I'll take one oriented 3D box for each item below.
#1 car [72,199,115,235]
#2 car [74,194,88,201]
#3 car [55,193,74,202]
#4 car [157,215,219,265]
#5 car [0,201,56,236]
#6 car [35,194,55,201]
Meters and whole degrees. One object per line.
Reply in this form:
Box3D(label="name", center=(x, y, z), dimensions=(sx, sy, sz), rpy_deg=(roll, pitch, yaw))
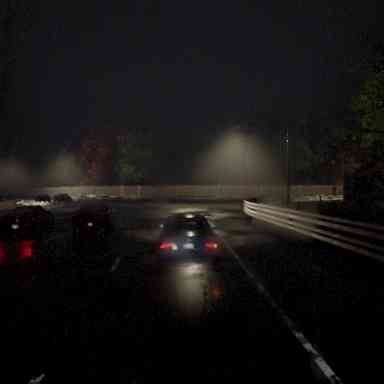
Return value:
Box3D(label="car", center=(-5.337, 1.389, 18.418), dimensions=(1.882, 1.535, 5.008), rpy_deg=(0, 0, -10))
Box3D(label="car", center=(-22.254, 1.178, 66.346), dimensions=(1.812, 1.442, 4.674), rpy_deg=(0, 0, -39))
Box3D(label="car", center=(-25.046, 1.041, 64.236), dimensions=(2.097, 1.767, 4.553), rpy_deg=(0, 0, -39))
Box3D(label="car", center=(-0.157, 1.484, 11.406), dimensions=(2.033, 1.411, 5.357), rpy_deg=(0, 0, -1))
Box3D(label="car", center=(-8.818, 1.449, 18.082), dimensions=(1.812, 1.442, 4.674), rpy_deg=(0, 0, -10))
Box3D(label="car", center=(-27.875, 1.216, 62.174), dimensions=(1.837, 1.490, 4.892), rpy_deg=(0, 0, -39))
